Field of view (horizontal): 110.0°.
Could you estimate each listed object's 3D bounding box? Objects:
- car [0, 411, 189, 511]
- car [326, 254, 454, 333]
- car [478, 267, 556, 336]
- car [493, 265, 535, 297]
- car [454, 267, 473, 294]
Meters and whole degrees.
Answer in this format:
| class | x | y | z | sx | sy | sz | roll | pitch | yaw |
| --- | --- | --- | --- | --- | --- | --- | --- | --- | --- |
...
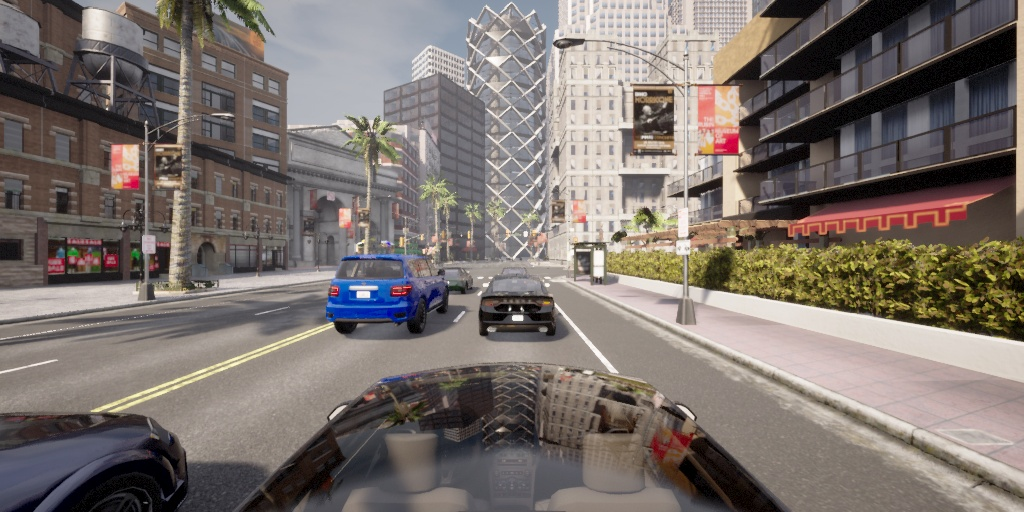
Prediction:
| class | x | y | z | sx | sy | sz | roll | pitch | yaw |
| --- | --- | --- | --- | --- | --- | --- | --- | --- | --- |
| car | -3.341 | 1.314 | 0.846 | 1.994 | 1.385 | 4.181 | 0 | 0 | 0 |
| car | -3.379 | 0.971 | 10.855 | 2.150 | 2.045 | 5.566 | 0 | 0 | 0 |
| car | 0.128 | 1.228 | 10.451 | 1.882 | 1.535 | 5.008 | 0 | 0 | 0 |
| car | 0.139 | 1.297 | 20.041 | 2.033 | 1.411 | 5.357 | 0 | 0 | 0 |
| car | -3.355 | 1.314 | 20.214 | 1.994 | 1.385 | 4.181 | 0 | 0 | 0 |
